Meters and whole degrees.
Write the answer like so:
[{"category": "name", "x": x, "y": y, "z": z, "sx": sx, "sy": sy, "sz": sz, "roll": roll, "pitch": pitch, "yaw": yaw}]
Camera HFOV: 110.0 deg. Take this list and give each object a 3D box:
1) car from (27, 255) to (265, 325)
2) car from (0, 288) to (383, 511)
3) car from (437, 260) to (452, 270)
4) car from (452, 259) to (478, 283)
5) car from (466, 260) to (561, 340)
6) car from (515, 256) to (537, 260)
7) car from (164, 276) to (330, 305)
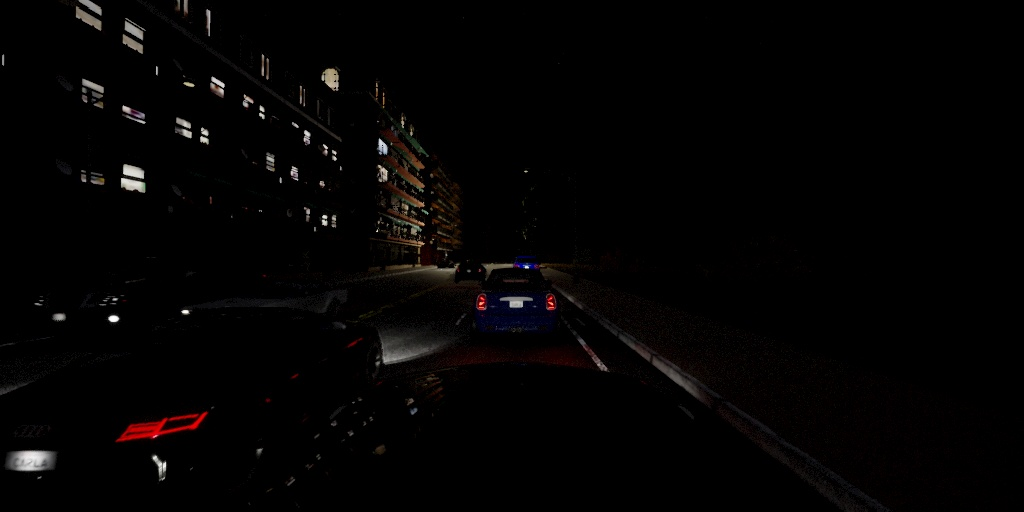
[{"category": "car", "x": -9.846, "y": 0.973, "z": 10.563, "sx": 2.150, "sy": 2.045, "sz": 5.566, "roll": 0, "pitch": 0, "yaw": 0}, {"category": "car", "x": -3.150, "y": 1.314, "z": 4.357, "sx": 1.994, "sy": 1.385, "sz": 4.181, "roll": 0, "pitch": 0, "yaw": 0}, {"category": "car", "x": -9.820, "y": 1.300, "z": 53.656, "sx": 2.033, "sy": 1.411, "sz": 5.357, "roll": 0, "pitch": 0, "yaw": 0}, {"category": "car", "x": -3.138, "y": 1.105, "z": 28.079, "sx": 2.097, "sy": 1.767, "sz": 4.553, "roll": 0, "pitch": 0, "yaw": -1}, {"category": "car", "x": 0.103, "y": 1.103, "z": 10.177, "sx": 2.097, "sy": 1.767, "sz": 4.553, "roll": 0, "pitch": 0, "yaw": 0}, {"category": "car", "x": 1.151, "y": 0.979, "z": 30.130, "sx": 2.150, "sy": 2.045, "sz": 5.566, "roll": 0, "pitch": 0, "yaw": 0}, {"category": "car", "x": -6.596, "y": 1.352, "z": 10.176, "sx": 1.895, "sy": 1.301, "sz": 4.718, "roll": 0, "pitch": 0, "yaw": 0}]
